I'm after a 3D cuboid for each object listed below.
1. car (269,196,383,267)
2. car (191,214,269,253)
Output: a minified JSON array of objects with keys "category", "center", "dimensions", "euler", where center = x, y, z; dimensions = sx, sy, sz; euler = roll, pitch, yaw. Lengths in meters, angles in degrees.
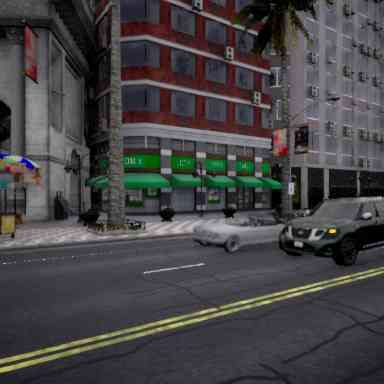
[{"category":"car","center":[5.569,1.215,11.811],"dimensions":[5.566,2.045,2.150],"euler":[-1,1,-34]},{"category":"car","center":[2.307,1.601,13.830],"dimensions":[4.718,1.301,1.895],"euler":[0,0,-33]}]
